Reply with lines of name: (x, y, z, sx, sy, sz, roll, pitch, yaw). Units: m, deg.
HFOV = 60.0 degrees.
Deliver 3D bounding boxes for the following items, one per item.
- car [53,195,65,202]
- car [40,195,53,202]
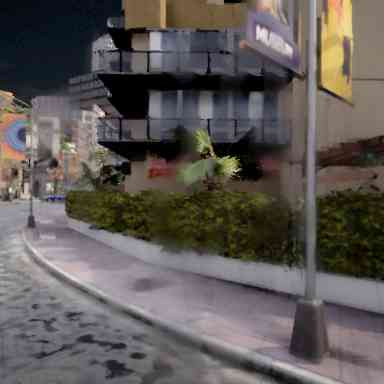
car: (-26.998, 1.393, 70.639, 1.882, 1.535, 5.008, 0, 0, 0)
car: (-30.498, 1.363, 70.635, 1.882, 1.535, 5.008, 0, 0, 0)
